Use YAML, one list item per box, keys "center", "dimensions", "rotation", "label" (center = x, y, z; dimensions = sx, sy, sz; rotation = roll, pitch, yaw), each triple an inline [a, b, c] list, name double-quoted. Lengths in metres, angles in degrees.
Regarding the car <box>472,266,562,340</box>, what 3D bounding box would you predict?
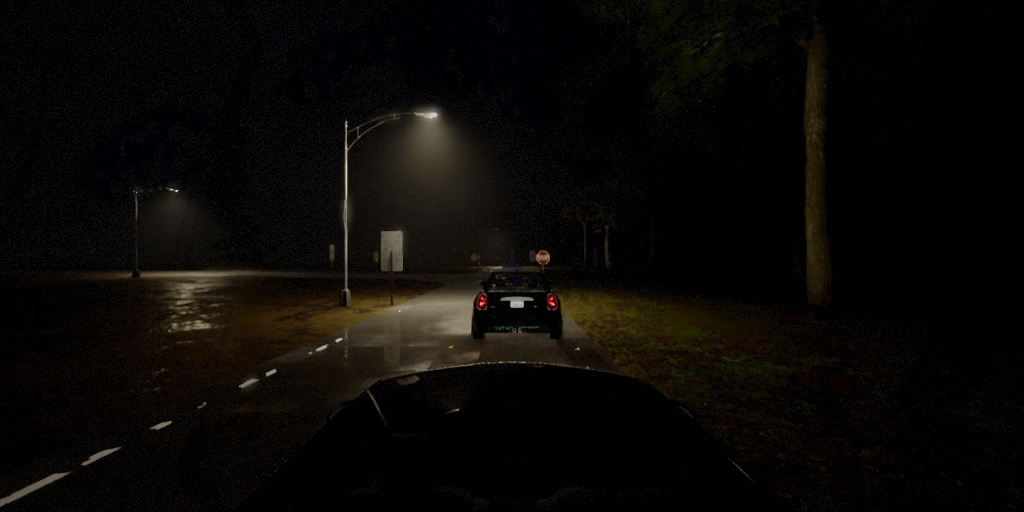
- center: [0.118, 1.102, 10.122]
  dimensions: [2.097, 1.767, 4.553]
  rotation: [0, 0, 0]
  label: "car"
